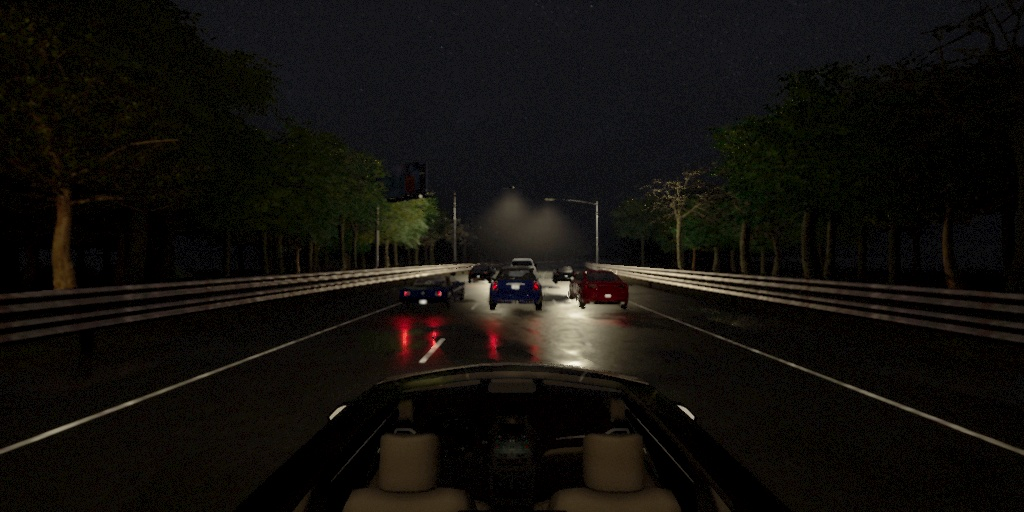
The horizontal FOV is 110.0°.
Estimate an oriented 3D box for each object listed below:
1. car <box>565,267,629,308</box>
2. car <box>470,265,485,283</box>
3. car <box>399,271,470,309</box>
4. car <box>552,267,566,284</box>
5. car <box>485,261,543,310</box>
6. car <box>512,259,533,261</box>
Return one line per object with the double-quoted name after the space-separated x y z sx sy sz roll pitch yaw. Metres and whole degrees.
3.718 1.363 16.007 1.882 1.535 5.008 0 0 2 "car"
-2.512 1.505 31.134 1.882 1.535 5.008 0 0 4 "car"
-3.297 1.482 15.860 1.895 1.301 4.718 0 0 2 "car"
4.457 1.588 30.483 1.994 1.385 4.181 0 -1 4 "car"
0.201 1.231 15.720 2.097 1.767 4.553 0 -1 2 "car"
0.940 1.238 30.445 2.150 2.045 5.566 0 0 4 "car"
